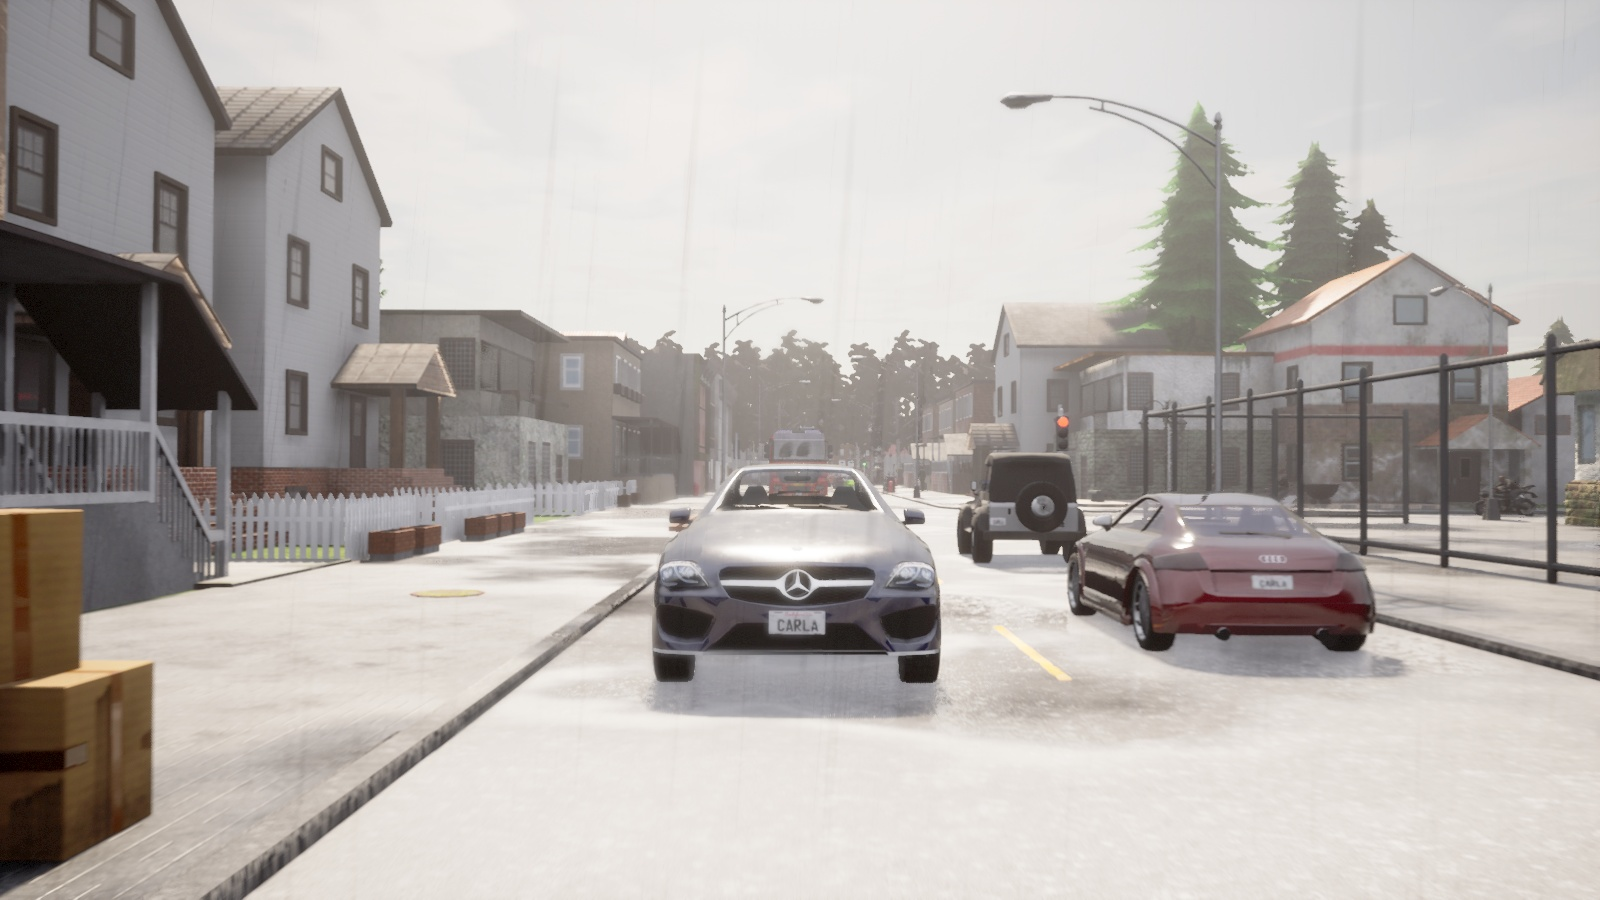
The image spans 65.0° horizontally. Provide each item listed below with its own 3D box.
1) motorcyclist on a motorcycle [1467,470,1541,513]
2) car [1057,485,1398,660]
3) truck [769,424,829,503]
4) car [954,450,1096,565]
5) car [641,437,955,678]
[{"bbox_3d":[25.851,1.512,46.133,2.191,1.530,0.866,0,-1,0],"label":"motorcyclist on a motorcycle"},{"bbox_3d":[3.957,1.070,12.465,1.994,1.385,4.181,0,-1,1],"label":"car"},{"bbox_3d":[-0.151,0.736,65.352,2.891,3.827,8.468,0,-1,-1],"label":"truck"},{"bbox_3d":[3.913,0.967,22.431,1.905,1.878,3.866,0,-1,1],"label":"car"},{"bbox_3d":[-0.021,0.778,11.154,2.152,1.651,5.027,0,-1,0],"label":"car"}]
